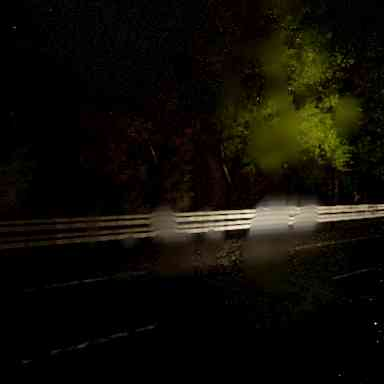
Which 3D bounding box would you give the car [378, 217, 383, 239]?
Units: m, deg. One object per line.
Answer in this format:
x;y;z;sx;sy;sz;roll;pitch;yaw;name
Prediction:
10.795;1.524;15.906;4.902;1.511;2.128;0;0;-36;car
